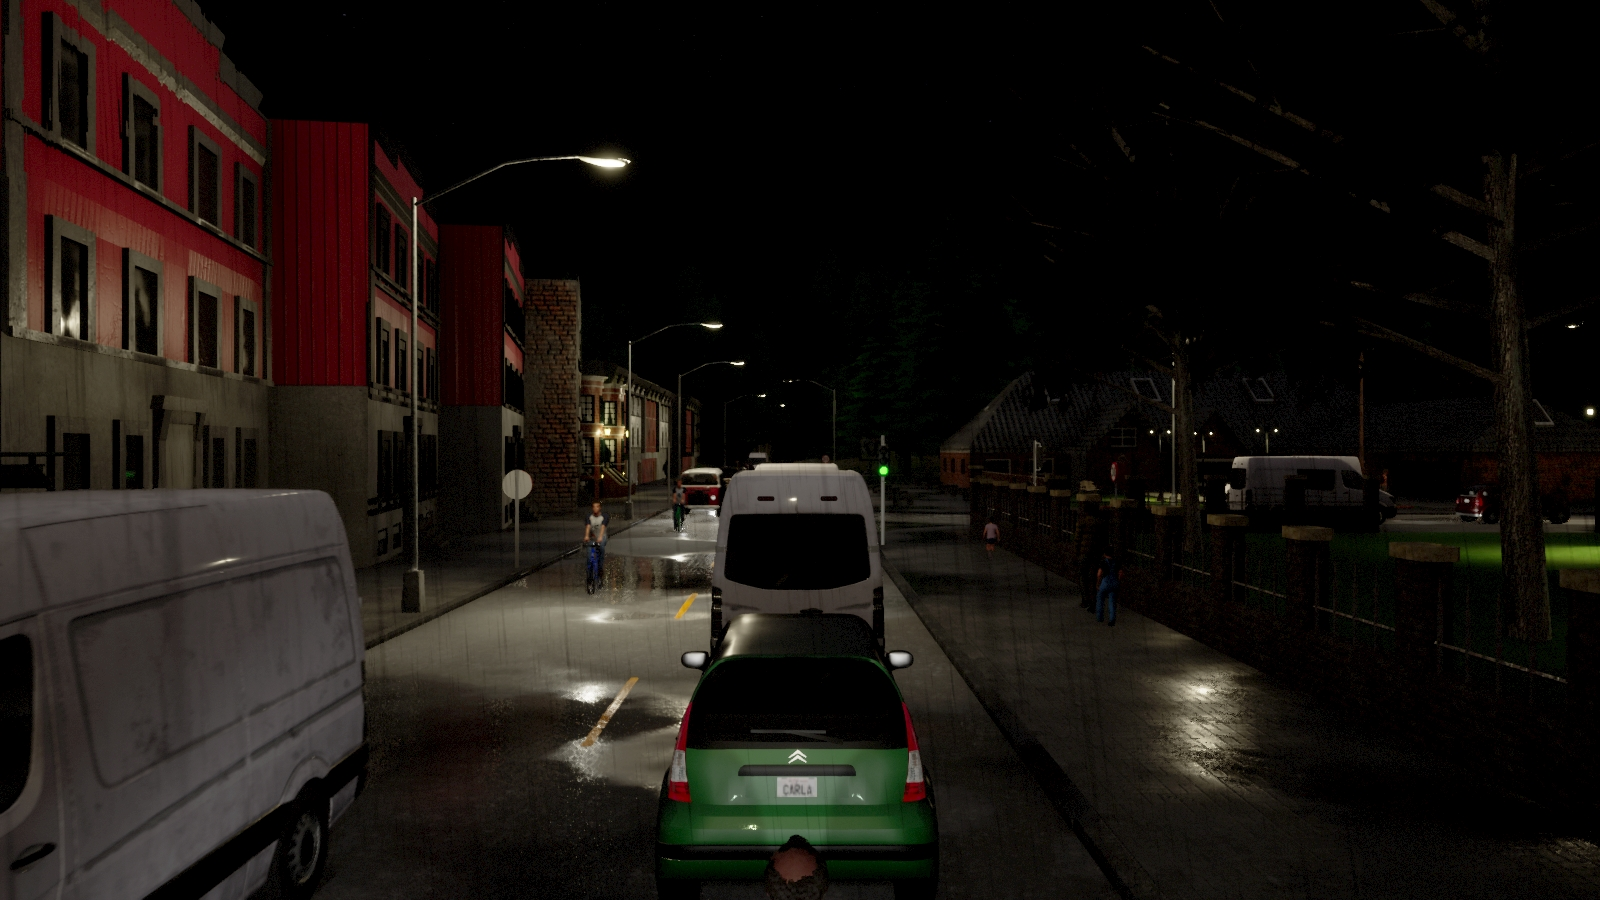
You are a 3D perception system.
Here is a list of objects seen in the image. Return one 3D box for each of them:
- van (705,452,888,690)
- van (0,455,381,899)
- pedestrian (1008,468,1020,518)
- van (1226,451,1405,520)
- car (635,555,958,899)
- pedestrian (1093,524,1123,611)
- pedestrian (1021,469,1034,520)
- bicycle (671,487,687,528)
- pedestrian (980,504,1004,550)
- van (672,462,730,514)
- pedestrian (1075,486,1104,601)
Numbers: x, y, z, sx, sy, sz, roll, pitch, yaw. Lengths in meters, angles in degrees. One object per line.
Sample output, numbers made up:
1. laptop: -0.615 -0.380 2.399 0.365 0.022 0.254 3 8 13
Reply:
1. van: -0.048 1.314 15.312 1.988 2.561 5.915 0 0 0
2. van: -4.026 1.315 5.324 1.988 2.561 5.915 0 0 0
3. pedestrian: 8.102 1.629 43.213 0.375 1.860 0.375 0 0 -5
4. van: 19.553 1.314 43.543 5.915 2.561 1.988 0 0 1
5. car: -0.023 1.779 8.527 1.851 1.617 3.988 0 0 0
6. pedestrian: 4.756 1.805 17.653 0.375 1.300 0.375 0 0 0
7. pedestrian: 8.313 1.629 41.766 0.375 1.860 0.375 0 0 -4
8. bicycle: -4.090 1.936 38.690 0.373 1.296 1.643 0 0 0
9. pedestrian: 4.745 1.904 28.287 0.500 1.100 0.500 0 0 0
10. van: -4.112 1.562 48.305 2.069 2.038 4.480 0 0 0
11. pedestrian: 4.760 1.525 18.795 0.375 1.860 0.375 0 0 -1
